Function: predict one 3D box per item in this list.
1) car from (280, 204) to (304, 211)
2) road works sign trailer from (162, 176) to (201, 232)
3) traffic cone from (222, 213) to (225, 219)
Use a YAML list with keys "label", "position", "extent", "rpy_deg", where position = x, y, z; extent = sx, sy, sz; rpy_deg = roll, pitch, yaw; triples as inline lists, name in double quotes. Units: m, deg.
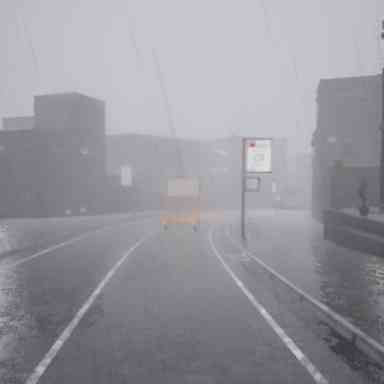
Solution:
- label: "car"
  position: [18.132, 2.791, 60.301]
  extent: [4.718, 1.301, 1.895]
  rpy_deg: [3, 2, -35]
- label: "road works sign trailer"
  position: [-0.517, 0.761, 22.630]
  extent: [2.380, 3.560, 2.880]
  rpy_deg: [0, -1, 16]
- label: "traffic cone"
  position: [3.290, 2.502, 34.645]
  extent: [0.340, 0.580, 0.340]
  rpy_deg: [1, -1, 11]
